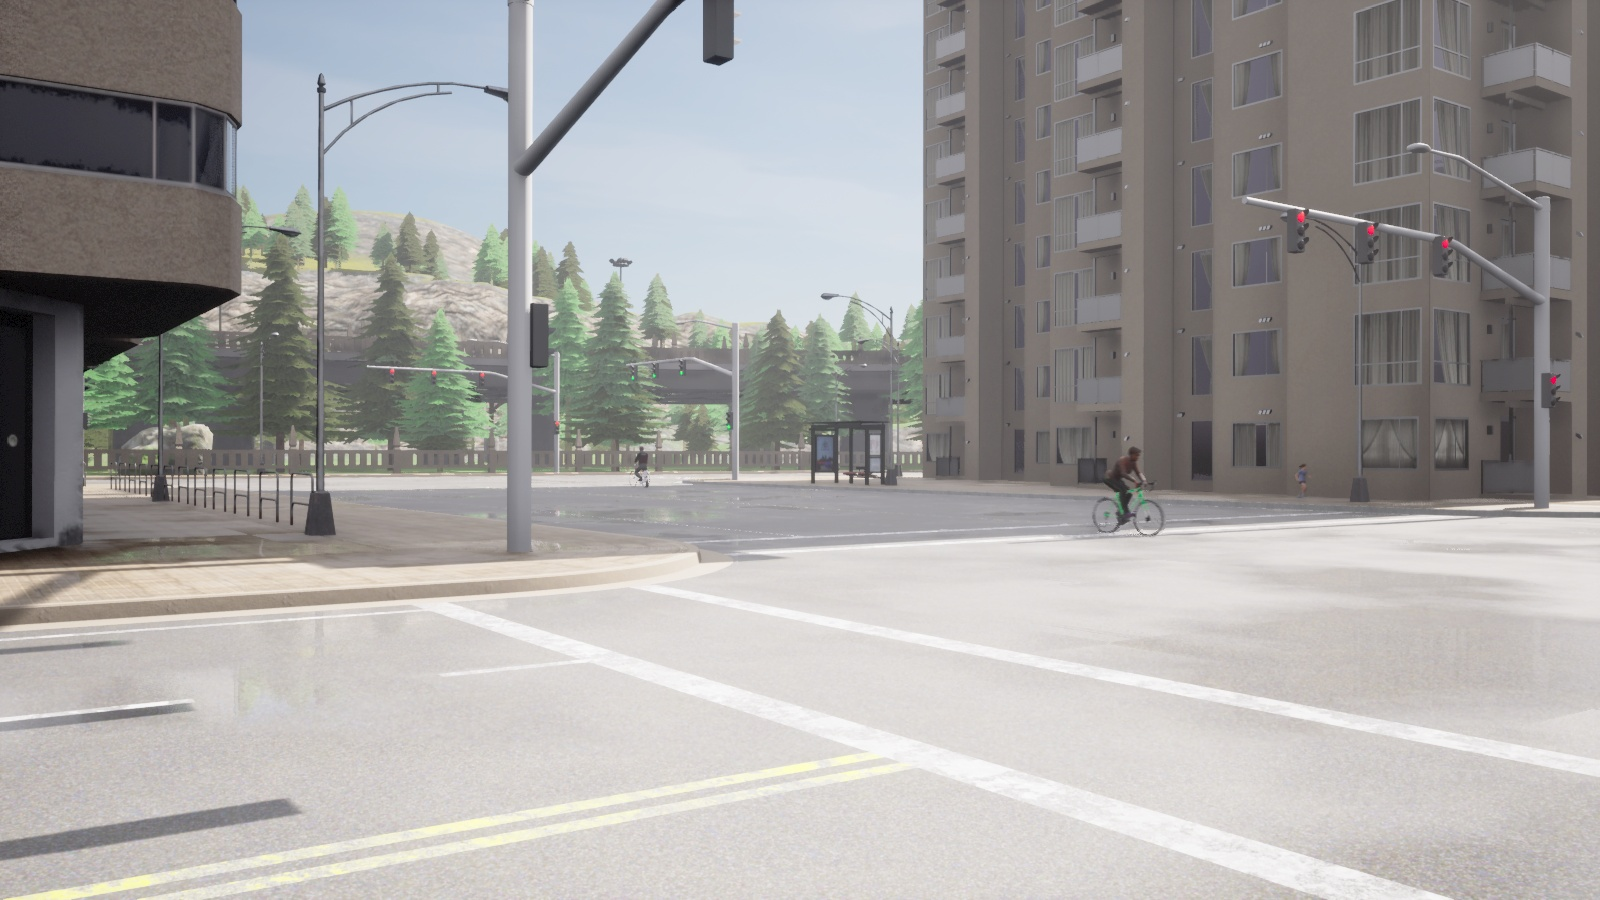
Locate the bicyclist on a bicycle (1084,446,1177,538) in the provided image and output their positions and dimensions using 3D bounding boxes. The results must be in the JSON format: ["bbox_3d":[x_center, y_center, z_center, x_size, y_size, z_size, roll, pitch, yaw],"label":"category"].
[{"bbox_3d":[6.048,0.741,23.067,0.582,1.620,1.656,0,0,-35],"label":"bicyclist on a bicycle"}]

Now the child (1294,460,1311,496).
[{"bbox_3d":[15.202,0.844,38.009,0.255,1.110,0.394,0,0,-36],"label":"child"}]
